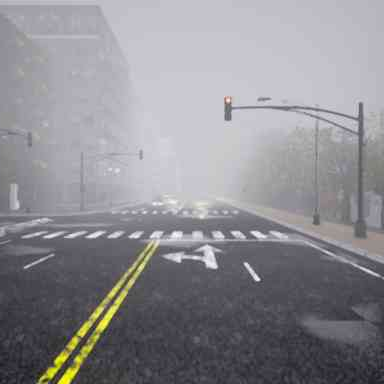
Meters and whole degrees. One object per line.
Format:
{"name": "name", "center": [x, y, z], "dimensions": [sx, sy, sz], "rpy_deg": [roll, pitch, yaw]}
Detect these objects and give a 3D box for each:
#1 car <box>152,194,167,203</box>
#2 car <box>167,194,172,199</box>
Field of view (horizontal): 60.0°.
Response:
{"name": "car", "center": [-6.334, 1.222, 61.945], "dimensions": [2.128, 1.511, 4.902], "rpy_deg": [0, 1, 0]}
{"name": "car", "center": [-6.270, 1.122, 85.740], "dimensions": [1.812, 1.442, 4.674], "rpy_deg": [0, 0, 0]}
